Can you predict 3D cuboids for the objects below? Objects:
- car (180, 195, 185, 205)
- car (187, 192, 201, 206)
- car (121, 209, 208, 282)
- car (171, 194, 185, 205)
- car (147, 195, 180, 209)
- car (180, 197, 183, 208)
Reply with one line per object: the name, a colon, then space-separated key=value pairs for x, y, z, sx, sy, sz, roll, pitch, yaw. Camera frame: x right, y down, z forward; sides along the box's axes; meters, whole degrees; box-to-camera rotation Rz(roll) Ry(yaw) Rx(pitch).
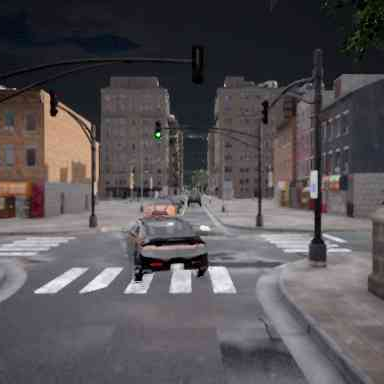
car: x=-2.308 y=1.412 z=45.396 sx=2.128 sy=1.511 sz=4.902 roll=0 pitch=0 yaw=0
car: x=0.370 y=1.126 z=53.881 sx=2.150 sy=2.045 sz=5.566 roll=0 pitch=0 yaw=0
car: x=-0.969 y=1.486 z=9.874 sx=2.128 sy=1.511 sz=4.902 roll=0 pitch=0 yaw=-15
car: x=-2.285 y=1.254 z=55.651 sx=2.097 sy=1.767 sz=4.553 roll=0 pitch=0 yaw=0
car: x=-2.327 y=1.305 z=26.602 sx=2.097 sy=1.767 sz=4.553 roll=0 pitch=0 yaw=1
car: x=-2.305 y=1.502 z=35.537 sx=1.994 sy=1.385 sz=4.181 roll=0 pitch=0 yaw=0
